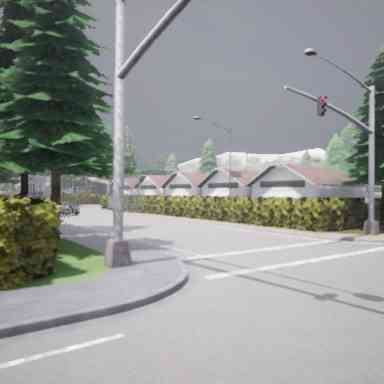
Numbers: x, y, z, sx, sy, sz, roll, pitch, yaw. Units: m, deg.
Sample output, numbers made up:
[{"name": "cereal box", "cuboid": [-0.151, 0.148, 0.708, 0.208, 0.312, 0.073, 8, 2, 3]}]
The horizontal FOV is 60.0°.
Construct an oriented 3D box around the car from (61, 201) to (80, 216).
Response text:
[{"name": "car", "cuboid": [-12.748, 1.582, 33.298, 1.994, 1.385, 4.181, 1, 0, -36]}]
